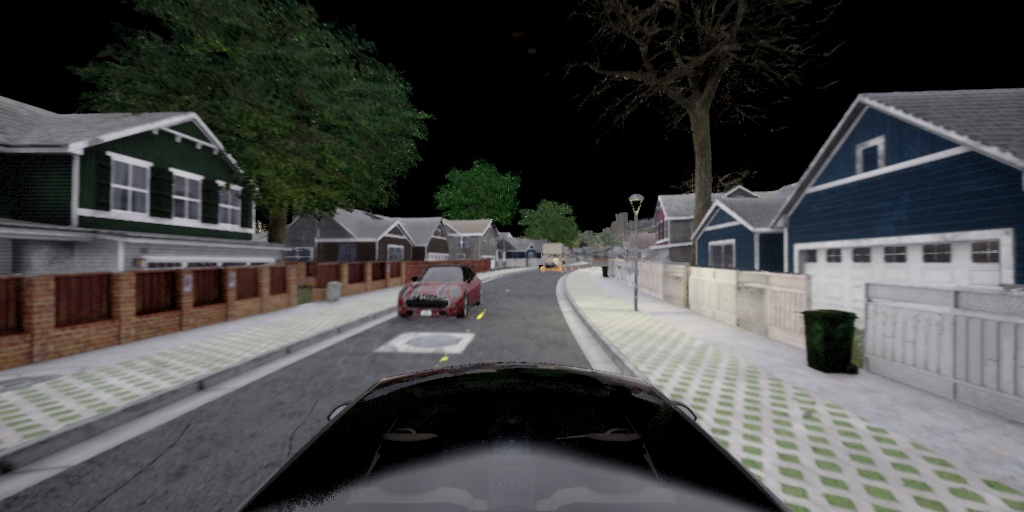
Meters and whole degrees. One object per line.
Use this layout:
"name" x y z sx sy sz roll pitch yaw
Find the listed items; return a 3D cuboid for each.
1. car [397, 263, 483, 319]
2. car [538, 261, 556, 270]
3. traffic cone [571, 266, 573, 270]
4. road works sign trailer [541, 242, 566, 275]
"car" -2.356 1.087 12.766 2.097 1.767 4.553 0 0 4
"car" 5.122 1.399 52.538 1.895 1.301 4.718 0 0 18
"traffic cone" 8.805 1.752 52.881 0.340 0.580 0.340 0 0 15
"road works sign trailer" 4.597 0.231 40.553 2.380 3.560 2.880 0 0 15
